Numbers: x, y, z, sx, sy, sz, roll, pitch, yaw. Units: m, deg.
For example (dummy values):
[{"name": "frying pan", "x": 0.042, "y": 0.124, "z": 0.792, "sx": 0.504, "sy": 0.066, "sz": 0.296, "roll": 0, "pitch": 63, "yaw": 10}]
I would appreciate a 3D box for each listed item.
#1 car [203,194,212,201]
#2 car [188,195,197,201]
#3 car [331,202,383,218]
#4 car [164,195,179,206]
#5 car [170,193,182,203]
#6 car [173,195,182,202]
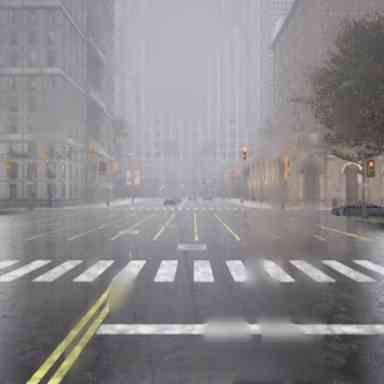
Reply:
[{"name": "car", "x": 3.650, "y": 1.238, "z": 78.778, "sx": 2.097, "sy": 1.767, "sz": 4.553, "roll": 0, "pitch": 0, "yaw": 1}, {"name": "car", "x": 0.150, "y": 1.407, "z": 78.842, "sx": 2.128, "sy": 1.511, "sz": 4.902, "roll": 0, "pitch": 0, "yaw": 1}, {"name": "car", "x": 14.640, "y": 1.549, "z": 29.496, "sx": 4.181, "sy": 1.385, "sz": 1.994, "roll": 0, "pitch": 0, "yaw": -2}, {"name": "car", "x": -3.576, "y": 1.571, "z": 55.015, "sx": 1.895, "sy": 1.301, "sz": 4.718, "roll": 0, "pitch": 0, "yaw": 1}, {"name": "car", "x": -3.477, "y": 1.188, "z": 67.290, "sx": 2.150, "sy": 2.045, "sz": 5.566, "roll": 0, "pitch": 0, "yaw": 1}, {"name": "car", "x": -3.362, "y": 1.458, "z": 77.677, "sx": 1.837, "sy": 1.490, "sz": 4.892, "roll": 0, "pitch": 0, "yaw": 1}]
